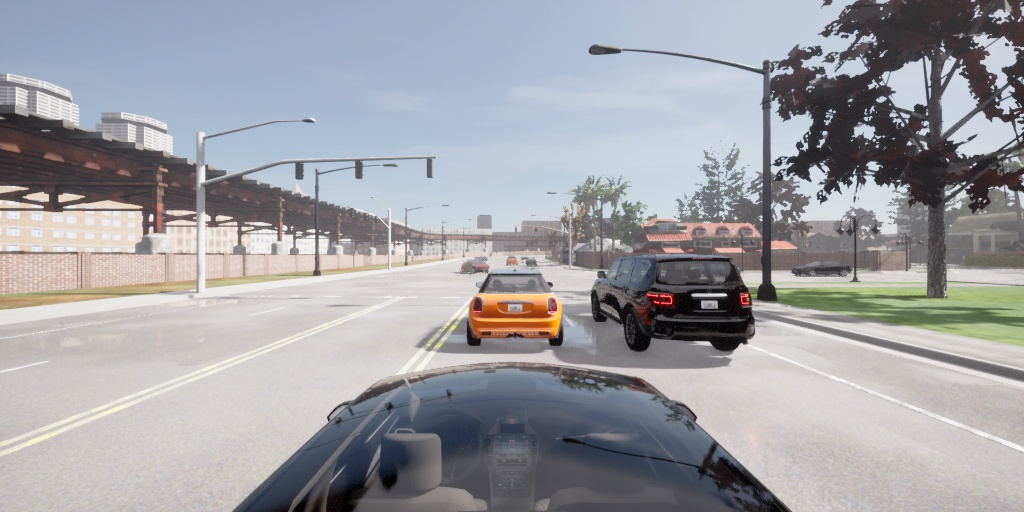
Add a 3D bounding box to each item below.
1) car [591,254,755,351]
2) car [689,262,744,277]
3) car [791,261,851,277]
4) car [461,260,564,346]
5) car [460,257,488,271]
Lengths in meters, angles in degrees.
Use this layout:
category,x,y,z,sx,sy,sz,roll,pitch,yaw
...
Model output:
category,x,y,z,sx,sy,sz,roll,pitch,yaw
car,3.572,0.971,9.146,2.150,2.045,5.566,0,0,0
car,19.856,1.315,34.967,4.181,1.385,1.994,0,0,-2
car,30.299,1.228,35.244,5.008,1.535,1.882,0,0,-1
car,0.071,1.102,9.603,2.097,1.767,4.553,0,0,0
car,-4.146,1.206,39.731,1.882,1.535,5.008,-1,1,-29
